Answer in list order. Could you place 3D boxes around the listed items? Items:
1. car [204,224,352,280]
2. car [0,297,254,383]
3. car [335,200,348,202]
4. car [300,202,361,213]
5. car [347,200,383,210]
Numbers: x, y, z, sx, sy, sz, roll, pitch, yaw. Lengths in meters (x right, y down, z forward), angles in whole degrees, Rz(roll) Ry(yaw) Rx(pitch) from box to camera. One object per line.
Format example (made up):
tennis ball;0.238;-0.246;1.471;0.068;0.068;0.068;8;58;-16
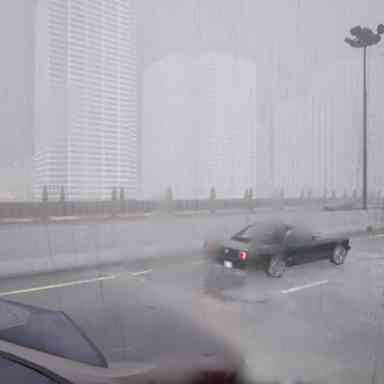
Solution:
car;2.762;1.616;10.026;4.718;1.301;1.895;0;0;-36
car;-2.021;1.548;2.319;5.357;1.411;2.033;0;0;-35
car;17.131;1.611;37.733;5.357;1.411;2.033;0;0;-35
car;9.760;1.640;23.872;4.718;1.301;1.895;0;0;-36
car;18.381;1.625;34.324;4.181;1.385;1.994;0;0;-35
